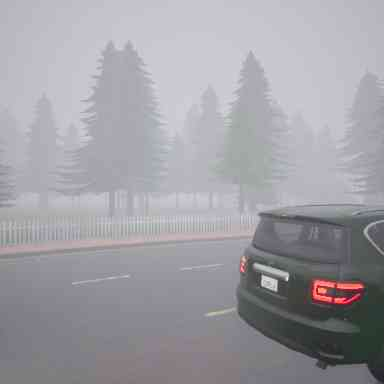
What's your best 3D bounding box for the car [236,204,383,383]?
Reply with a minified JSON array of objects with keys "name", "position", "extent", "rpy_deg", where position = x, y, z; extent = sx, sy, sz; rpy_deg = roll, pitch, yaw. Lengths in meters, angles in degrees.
[{"name":"car","position":[3.347,1.222,5.366],"extent":[5.566,2.045,2.150],"rpy_deg":[0,0,-27]}]
